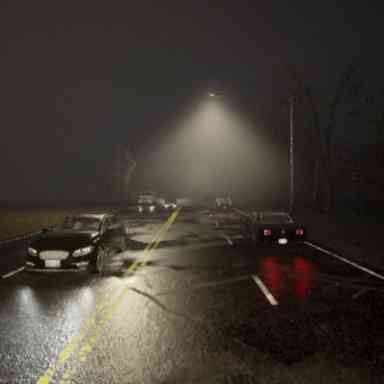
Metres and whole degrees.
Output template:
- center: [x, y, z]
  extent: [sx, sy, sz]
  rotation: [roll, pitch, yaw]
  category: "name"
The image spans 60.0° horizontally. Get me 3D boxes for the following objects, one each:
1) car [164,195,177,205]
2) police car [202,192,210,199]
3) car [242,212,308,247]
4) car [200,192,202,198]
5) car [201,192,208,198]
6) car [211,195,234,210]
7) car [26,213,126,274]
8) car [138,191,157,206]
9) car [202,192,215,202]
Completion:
- center: [-3.259, 1.178, 51.572]
  extent: [2.033, 1.411, 5.357]
  rotation: [-2, 2, 1]
  category: "car"
- center: [3.395, 0.811, 81.826]
  extent: [1.930, 1.638, 5.238]
  rotation: [0, 1, 0]
  category: "police car"
- center: [3.378, 1.509, 14.597]
  extent: [1.895, 1.301, 4.718]
  rotation: [-1, 1, 0]
  category: "car"
- center: [3.389, 0.902, 70.722]
  extent: [2.033, 1.649, 4.856]
  rotation: [1, 0, 0]
  category: "car"
- center: [3.419, 0.809, 92.715]
  extent: [1.812, 1.442, 4.674]
  rotation: [0, 0, 0]
  category: "car"
- center: [3.446, 1.325, 37.082]
  extent: [1.895, 1.301, 4.718]
  rotation: [1, 0, 0]
  category: "car"
- center: [-3.333, 1.433, 10.416]
  extent: [2.128, 1.511, 4.902]
  rotation: [0, 0, 0]
  category: "car"
- center: [-6.500, 0.907, 48.957]
  extent: [2.150, 2.045, 5.566]
  rotation: [0, 0, 0]
  category: "car"
- center: [3.352, 0.930, 59.697]
  extent: [2.097, 1.767, 4.553]
  rotation: [0, 0, 0]
  category: "car"
